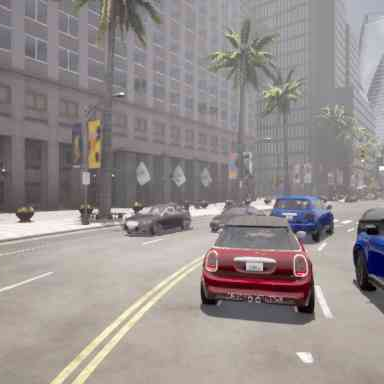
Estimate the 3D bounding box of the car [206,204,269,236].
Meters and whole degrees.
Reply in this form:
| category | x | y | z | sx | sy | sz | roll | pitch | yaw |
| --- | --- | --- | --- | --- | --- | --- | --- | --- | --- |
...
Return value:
| category | x | y | z | sx | sy | sz | roll | pitch | yaw |
| --- | --- | --- | --- | --- | --- | --- | --- | --- | --- |
| car | 2.814 | 1.525 | 19.480 | 1.812 | 1.442 | 4.674 | 0 | 0 | 34 |

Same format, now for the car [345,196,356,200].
| category | x | y | z | sx | sy | sz | roll | pitch | yaw |
| --- | --- | --- | --- | --- | --- | --- | --- | --- | --- |
| car | 34.708 | 1.512 | 72.430 | 2.161 | 1.482 | 4.786 | 0 | 0 | 37 |

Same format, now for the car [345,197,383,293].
| category | x | y | z | sx | sy | sz | roll | pitch | yaw |
| --- | --- | --- | --- | --- | --- | --- | --- | --- | --- |
| car | 4.534 | 1.222 | 5.706 | 2.150 | 2.045 | 5.566 | 0 | 0 | 12 |

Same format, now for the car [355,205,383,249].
| category | x | y | z | sx | sy | sz | roll | pitch | yaw |
| --- | --- | --- | --- | --- | --- | --- | --- | --- | --- |
| car | 8.857 | 1.477 | 15.365 | 1.882 | 1.535 | 5.008 | 0 | 0 | 32 |

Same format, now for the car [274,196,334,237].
| category | x | y | z | sx | sy | sz | roll | pitch | yaw |
| --- | --- | --- | --- | --- | --- | --- | --- | --- | --- |
| car | 5.661 | 1.221 | 16.831 | 2.150 | 2.045 | 5.566 | 0 | 0 | 32 |

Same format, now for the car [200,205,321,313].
| category | x | y | z | sx | sy | sz | roll | pitch | yaw |
| --- | --- | --- | --- | --- | --- | --- | --- | --- | --- |
| car | 1.637 | 1.352 | 7.990 | 2.097 | 1.767 | 4.553 | 0 | 0 | 14 |

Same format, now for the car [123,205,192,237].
| category | x | y | z | sx | sy | sz | roll | pitch | yaw |
| --- | --- | --- | --- | --- | --- | --- | --- | --- | --- |
| car | -1.783 | 1.492 | 18.465 | 2.128 | 1.511 | 4.902 | 0 | 0 | 29 |
